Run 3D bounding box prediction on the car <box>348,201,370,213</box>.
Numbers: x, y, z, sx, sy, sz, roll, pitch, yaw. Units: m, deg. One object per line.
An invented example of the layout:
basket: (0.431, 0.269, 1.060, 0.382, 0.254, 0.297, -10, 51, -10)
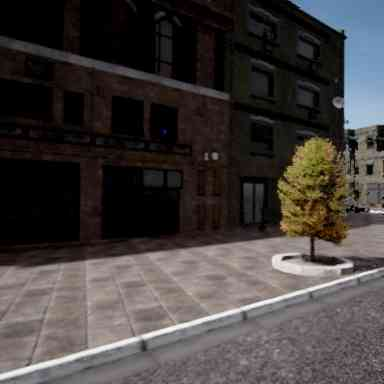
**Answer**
car: (17.946, 1.662, 37.556, 1.947, 1.339, 4.313, 1, -1, -17)
